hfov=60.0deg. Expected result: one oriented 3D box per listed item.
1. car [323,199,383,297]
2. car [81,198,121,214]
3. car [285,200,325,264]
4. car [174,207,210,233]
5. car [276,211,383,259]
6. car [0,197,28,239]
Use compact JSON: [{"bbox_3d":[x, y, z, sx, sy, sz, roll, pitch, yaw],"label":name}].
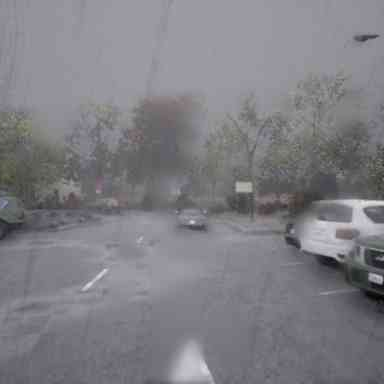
[{"bbox_3d":[5.927,1.254,6.983,5.566,2.045,2.435,1,0,-20],"label":"car"},{"bbox_3d":[-10.152,1.483,37.016,4.553,1.767,2.097,0,0,29],"label":"car"},{"bbox_3d":[5.968,1.263,10.043,5.566,2.045,2.435,1,0,-20],"label":"car"},{"bbox_3d":[-0.063,1.616,20.021,1.994,1.385,4.181,0,0,-3],"label":"car"},{"bbox_3d":[5.962,1.552,13.067,4.792,1.488,2.163,1,0,-20],"label":"car"},{"bbox_3d":[-11.027,1.279,16.097,5.566,2.045,2.435,-1,0,-20],"label":"car"}]
